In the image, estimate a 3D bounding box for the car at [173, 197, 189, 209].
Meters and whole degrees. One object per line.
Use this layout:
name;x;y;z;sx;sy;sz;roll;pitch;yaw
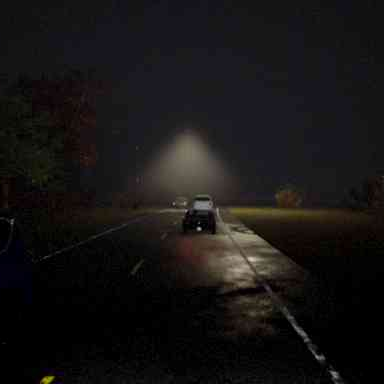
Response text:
car;-1.578;1.582;48.910;2.097;1.767;4.553;0;0;4

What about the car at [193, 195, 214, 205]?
car;1.283;1.393;37.931;2.150;2.045;5.566;0;0;3

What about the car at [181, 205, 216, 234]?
car;0.443;1.693;19.974;1.895;1.301;4.718;0;0;2

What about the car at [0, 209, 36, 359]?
car;-3.579;1.232;3.093;2.150;2.045;5.566;0;0;0
